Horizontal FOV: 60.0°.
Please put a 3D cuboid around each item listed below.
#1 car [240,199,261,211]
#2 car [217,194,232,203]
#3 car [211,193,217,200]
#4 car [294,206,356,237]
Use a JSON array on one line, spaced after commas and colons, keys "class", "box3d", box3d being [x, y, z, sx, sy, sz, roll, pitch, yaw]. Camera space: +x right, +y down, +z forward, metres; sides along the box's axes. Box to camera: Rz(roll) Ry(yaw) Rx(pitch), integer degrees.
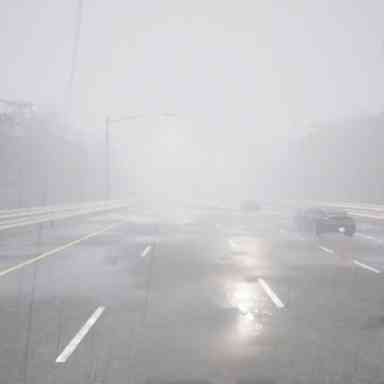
[{"class": "car", "box3d": [7.052, 1.586, 40.681, 2.033, 1.411, 5.357, 0, 0, 0]}, {"class": "car", "box3d": [7.180, 1.430, 70.768, 2.097, 1.767, 4.553, 0, 0, 0]}, {"class": "car", "box3d": [7.288, 1.456, 94.742, 2.097, 1.767, 4.553, 0, 0, 0]}, {"class": "car", "box3d": [7.003, 1.517, 17.970, 1.837, 1.490, 4.892, 0, 0, 0]}]
